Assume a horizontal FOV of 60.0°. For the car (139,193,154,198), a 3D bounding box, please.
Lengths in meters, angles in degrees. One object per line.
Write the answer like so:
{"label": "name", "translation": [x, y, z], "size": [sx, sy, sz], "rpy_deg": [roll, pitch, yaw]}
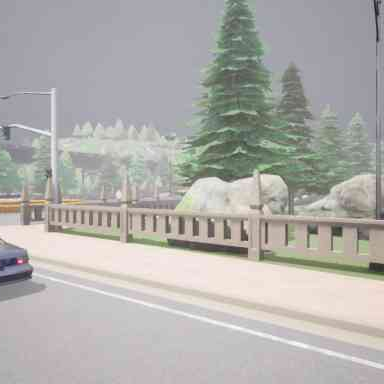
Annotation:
{"label": "car", "translation": [-10.158, 0.971, 68.187], "size": [2.033, 1.411, 5.357], "rpy_deg": [0, 4, 36]}

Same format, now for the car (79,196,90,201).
{"label": "car", "translation": [-18.508, 1.352, 50.624], "size": [2.097, 1.767, 4.553], "rpy_deg": [0, 0, 35]}

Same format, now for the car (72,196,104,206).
{"label": "car", "translation": [-17.913, 1.456, 57.463], "size": [2.128, 1.511, 4.902], "rpy_deg": [0, 1, 36]}

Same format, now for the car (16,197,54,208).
{"label": "car", "translation": [-23.398, 1.505, 49.816], "size": [1.837, 1.490, 4.892], "rpy_deg": [0, 0, 36]}

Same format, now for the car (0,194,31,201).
{"label": "car", "translation": [-24.176, 1.221, 42.748], "size": [2.150, 2.045, 5.566], "rpy_deg": [0, 0, 36]}

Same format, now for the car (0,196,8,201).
{"label": "car", "translation": [-23.925, 1.491, 37.113], "size": [2.128, 1.511, 4.902], "rpy_deg": [0, 0, 36]}

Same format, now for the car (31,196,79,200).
{"label": "car", "translation": [-18.370, 1.478, 44.823], "size": [1.882, 1.535, 5.008], "rpy_deg": [0, 0, 36]}

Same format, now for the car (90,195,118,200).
{"label": "car", "translation": [-13.022, 1.334, 52.270], "size": [2.097, 1.767, 4.553], "rpy_deg": [0, 1, 36]}

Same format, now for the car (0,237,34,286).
{"label": "car", "translation": [-6.105, 1.547, 8.317], "size": [5.357, 1.411, 2.033], "rpy_deg": [0, 0, 36]}
